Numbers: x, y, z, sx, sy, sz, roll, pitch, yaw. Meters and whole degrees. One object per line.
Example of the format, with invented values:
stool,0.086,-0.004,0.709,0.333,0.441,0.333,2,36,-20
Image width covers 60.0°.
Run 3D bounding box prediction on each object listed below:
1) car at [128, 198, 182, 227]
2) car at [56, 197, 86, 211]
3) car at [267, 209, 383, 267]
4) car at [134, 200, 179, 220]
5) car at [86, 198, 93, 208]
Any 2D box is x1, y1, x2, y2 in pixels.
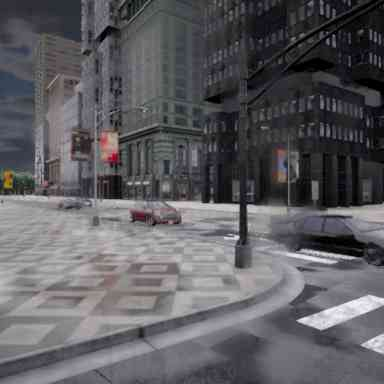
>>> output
car,-2.624,1.340,22.978,2.097,1.767,4.553,0,0,-35
car,-15.186,1.535,40.751,2.033,1.411,5.357,0,0,-35
car,5.241,1.545,11.887,2.033,1.411,5.357,0,0,-35
car,-3.216,1.484,29.432,1.837,1.490,4.892,0,0,-35
car,-15.525,1.476,46.926,2.128,1.511,4.902,0,0,-35
